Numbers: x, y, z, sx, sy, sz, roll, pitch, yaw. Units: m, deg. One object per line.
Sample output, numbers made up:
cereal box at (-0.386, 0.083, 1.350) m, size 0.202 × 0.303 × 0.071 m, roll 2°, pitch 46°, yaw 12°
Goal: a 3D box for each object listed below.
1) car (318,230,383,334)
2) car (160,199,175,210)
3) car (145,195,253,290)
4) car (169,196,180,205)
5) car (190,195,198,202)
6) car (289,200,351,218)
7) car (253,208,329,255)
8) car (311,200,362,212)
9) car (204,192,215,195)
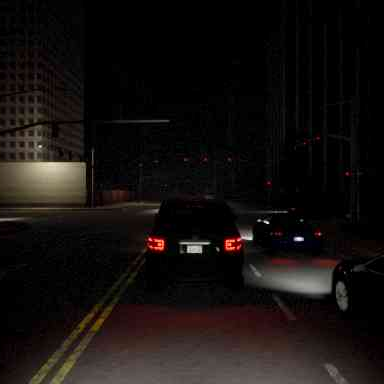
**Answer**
car at (3.622, 1.505, 4.590) m, size 1.837 × 1.490 × 4.892 m, roll 0°, pitch 0°, yaw 0°
car at (-3.253, 1.601, 45.107) m, size 1.895 × 1.301 × 4.718 m, roll 0°, pitch 0°, yaw -2°
car at (0.094, 1.221, 9.226) m, size 2.150 × 2.045 × 5.566 m, roll 0°, pitch 0°, yaw 1°
car at (-3.217, 1.505, 61.569) m, size 1.837 × 1.490 × 4.892 m, roll 0°, pitch 0°, yaw 1°
car at (0.419, 1.358, 73.879) m, size 1.837 × 1.490 × 4.892 m, roll 0°, pitch 0°, yaw 0°
car at (11.249, 1.496, 29.327) m, size 5.357 × 1.411 × 2.033 m, roll 0°, pitch 0°, yaw 2°
car at (3.644, 1.564, 13.267) m, size 1.994 × 1.385 × 4.181 m, roll 0°, pitch 0°, yaw 1°
car at (15.835, 1.545, 36.622) m, size 4.718 × 1.301 × 1.895 m, roll 0°, pitch 0°, yaw 0°
car at (3.919, 1.083, 73.889) m, size 2.150 × 2.045 × 5.566 m, roll 0°, pitch 0°, yaw 0°
